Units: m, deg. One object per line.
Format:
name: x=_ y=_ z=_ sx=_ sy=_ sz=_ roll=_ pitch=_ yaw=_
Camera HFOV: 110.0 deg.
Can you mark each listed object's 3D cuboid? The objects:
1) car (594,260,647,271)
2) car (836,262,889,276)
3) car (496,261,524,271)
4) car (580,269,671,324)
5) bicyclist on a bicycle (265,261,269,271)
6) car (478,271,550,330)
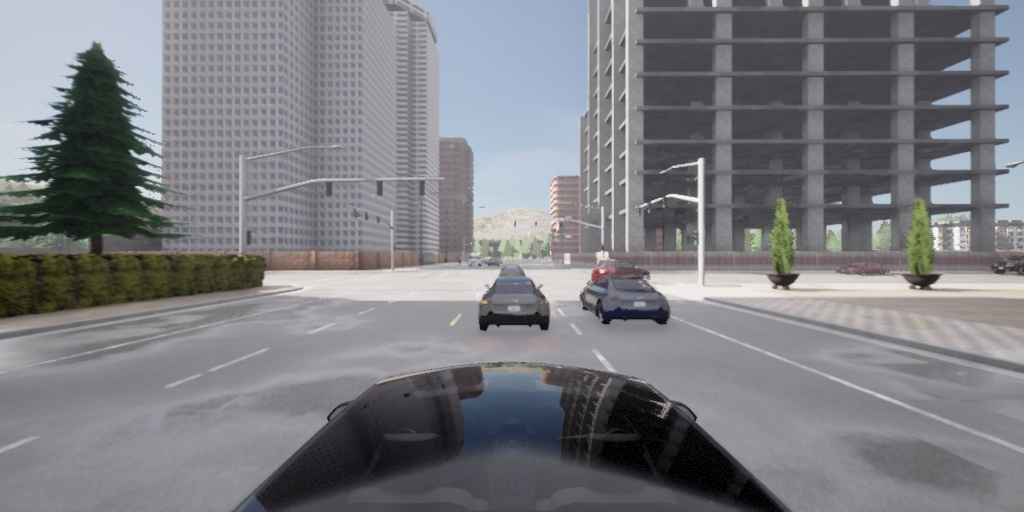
car: x=7.834 y=1.100 z=25.616 sx=4.553 sy=1.767 sz=2.097 roll=0 pitch=0 yaw=-37
car: x=36.536 y=1.314 z=37.397 sx=4.181 sy=1.385 sz=1.994 roll=0 pitch=0 yaw=0
car: x=-0.022 y=1.312 z=28.300 sx=1.994 sy=1.385 sz=4.181 roll=0 pitch=0 yaw=0
car: x=3.559 y=1.312 z=11.956 sx=1.994 sy=1.385 sz=4.181 roll=0 pitch=0 yaw=0
bicyclist on a bicycle: x=-29.399 y=1.046 z=42.602 sx=0.582 sy=1.620 sz=1.656 roll=0 pitch=0 yaw=0
car: x=0.056 y=1.312 z=11.127 sx=1.994 sy=1.385 sz=4.181 roll=0 pitch=0 yaw=0
